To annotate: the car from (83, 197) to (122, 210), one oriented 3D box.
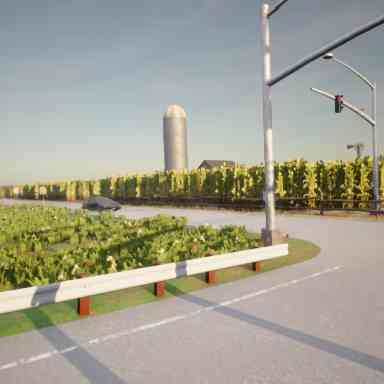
[{"bbox_3d":[-8.806,1.179,32.037,2.033,1.411,5.357,-3,2,-40],"label":"car"}]
